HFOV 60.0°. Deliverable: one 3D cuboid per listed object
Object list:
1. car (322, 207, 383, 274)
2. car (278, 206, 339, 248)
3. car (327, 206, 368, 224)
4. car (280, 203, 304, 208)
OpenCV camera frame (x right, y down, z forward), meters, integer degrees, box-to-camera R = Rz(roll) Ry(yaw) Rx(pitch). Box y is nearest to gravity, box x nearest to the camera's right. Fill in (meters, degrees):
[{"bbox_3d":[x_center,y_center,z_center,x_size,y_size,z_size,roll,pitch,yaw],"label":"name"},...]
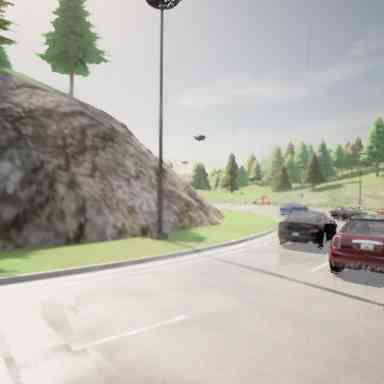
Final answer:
[{"bbox_3d":[5.928,1.480,10.328,2.097,1.767,4.553,0,-1,39],"label":"car"},{"bbox_3d":[5.650,1.648,15.976,1.882,1.535,5.008,1,0,32],"label":"car"},{"bbox_3d":[13.691,1.943,29.538,1.895,1.301,4.718,0,0,7],"label":"car"},{"bbox_3d":[10.342,1.829,34.168,1.882,1.535,5.008,1,0,0],"label":"car"}]
